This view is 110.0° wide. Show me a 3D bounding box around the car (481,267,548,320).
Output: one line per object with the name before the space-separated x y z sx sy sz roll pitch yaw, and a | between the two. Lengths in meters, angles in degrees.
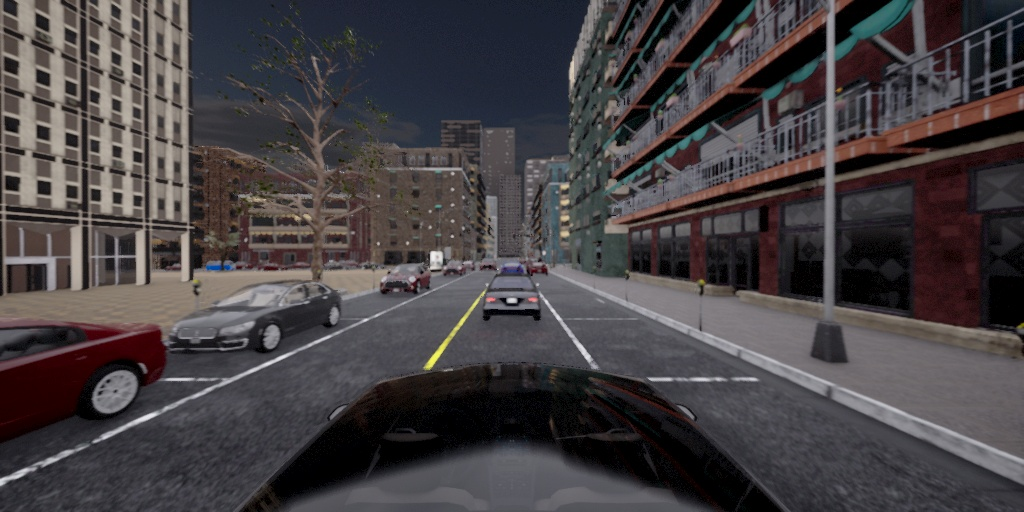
car | 0.011 1.284 12.484 2.033 1.411 5.357 0 0 0

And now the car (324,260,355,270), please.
car | -28.041 1.665 58.031 4.403 1.370 2.007 0 0 0

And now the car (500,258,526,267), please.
car | 0.015 1.194 30.818 1.882 1.535 5.008 0 0 0

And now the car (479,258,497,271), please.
car | -3.110 1.056 47.503 2.097 1.767 4.553 0 0 1

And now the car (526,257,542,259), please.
car | 2.634 1.023 41.817 2.192 1.841 5.009 0 0 0

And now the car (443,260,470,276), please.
car | -5.740 1.152 36.278 1.967 1.591 4.097 0 0 0

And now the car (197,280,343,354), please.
car | -5.701 1.291 8.640 2.007 1.370 4.403 0 0 0

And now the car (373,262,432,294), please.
car | -5.717 1.167 19.696 1.967 1.591 4.097 0 0 0

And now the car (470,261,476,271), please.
car | -5.755 1.286 47.334 1.802 1.307 4.207 0 0 0

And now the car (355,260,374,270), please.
car | -22.472 1.584 58.079 4.403 1.370 2.007 0 0 0

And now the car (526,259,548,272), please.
car | 2.641 1.258 36.288 1.888 1.381 4.507 0 0 0

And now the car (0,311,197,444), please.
car | -5.693 1.293 3.113 1.888 1.381 4.507 0 0 0
